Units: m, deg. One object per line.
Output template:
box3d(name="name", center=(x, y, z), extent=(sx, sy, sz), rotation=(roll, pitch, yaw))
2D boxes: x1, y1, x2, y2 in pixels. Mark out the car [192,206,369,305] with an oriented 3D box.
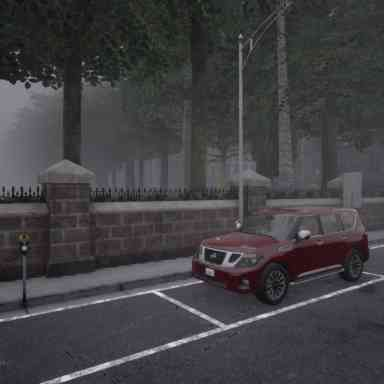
box3d(name="car", center=(2.411, 1.314, 8.251), extent=(5.009, 1.841, 2.192), rotation=(0, 0, -35))
